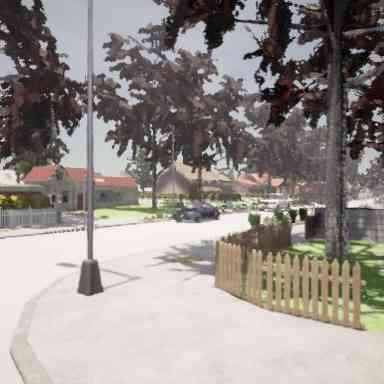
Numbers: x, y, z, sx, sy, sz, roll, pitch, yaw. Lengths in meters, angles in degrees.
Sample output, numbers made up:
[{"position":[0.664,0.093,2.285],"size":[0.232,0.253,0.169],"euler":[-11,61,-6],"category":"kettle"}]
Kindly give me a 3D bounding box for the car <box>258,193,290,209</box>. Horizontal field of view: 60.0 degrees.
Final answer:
[{"position":[9.563,1.192,38.319],"size":[2.150,2.045,5.566],"euler":[0,0,36],"category":"car"}]

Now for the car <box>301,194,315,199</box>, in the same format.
[{"position":[30.061,1.273,88.749],"size":[5.357,1.415,2.033],"euler":[0,0,35],"category":"car"}]

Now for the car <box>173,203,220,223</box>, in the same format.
[{"position":[0.421,1.537,25.492],"size":[1.994,1.385,4.181],"euler":[0,0,35],"category":"car"}]

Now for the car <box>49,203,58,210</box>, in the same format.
[{"position":[-13.381,1.250,28.498],"size":[4.181,1.381,1.994],"euler":[0,0,35],"category":"car"}]
